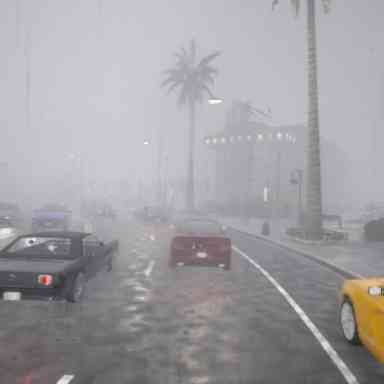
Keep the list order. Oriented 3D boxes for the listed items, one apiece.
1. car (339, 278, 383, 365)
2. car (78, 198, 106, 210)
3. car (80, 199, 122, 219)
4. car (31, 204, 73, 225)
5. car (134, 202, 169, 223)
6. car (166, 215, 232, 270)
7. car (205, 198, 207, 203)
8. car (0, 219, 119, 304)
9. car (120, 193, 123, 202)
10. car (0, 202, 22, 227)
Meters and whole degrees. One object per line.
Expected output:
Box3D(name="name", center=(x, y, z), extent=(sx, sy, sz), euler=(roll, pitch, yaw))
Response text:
Box3D(name="car", center=(3.260, 1.632, 3.610), extent=(1.882, 1.535, 5.008), euler=(2, -1, 5))
Box3D(name="car", center=(-12.332, 1.598, 41.011), extent=(1.837, 1.490, 4.892), euler=(3, -1, -42))
Box3D(name="car", center=(-8.214, 1.640, 29.698), extent=(2.033, 1.411, 5.357), euler=(2, -1, -29))
Box3D(name="car", center=(-8.276, 1.449, 20.050), extent=(1.882, 1.535, 5.008), euler=(2, -1, -16))
Box3D(name="car", center=(-3.475, 1.827, 27.609), extent=(1.895, 1.301, 4.718), euler=(2, -1, -22))
Box3D(name="car", center=(0.200, 1.631, 11.744), extent=(1.882, 1.535, 5.008), euler=(2, -1, -2))
Box3D(name="car", center=(3.633, 2.382, 67.800), extent=(4.674, 1.452, 2.002), euler=(1, -1, 37))
Box3D(name="car", center=(-3.159, 1.597, 8.144), extent=(1.895, 1.301, 4.718), euler=(2, -1, 1))
Box3D(name="car", center=(-16.608, 1.546, 68.632), extent=(4.553, 1.767, 2.185), euler=(1, -1, 37))
Box3D(name="car", center=(-12.403, 1.402, 21.833), extent=(2.033, 1.411, 5.357), euler=(2, -1, -20))
